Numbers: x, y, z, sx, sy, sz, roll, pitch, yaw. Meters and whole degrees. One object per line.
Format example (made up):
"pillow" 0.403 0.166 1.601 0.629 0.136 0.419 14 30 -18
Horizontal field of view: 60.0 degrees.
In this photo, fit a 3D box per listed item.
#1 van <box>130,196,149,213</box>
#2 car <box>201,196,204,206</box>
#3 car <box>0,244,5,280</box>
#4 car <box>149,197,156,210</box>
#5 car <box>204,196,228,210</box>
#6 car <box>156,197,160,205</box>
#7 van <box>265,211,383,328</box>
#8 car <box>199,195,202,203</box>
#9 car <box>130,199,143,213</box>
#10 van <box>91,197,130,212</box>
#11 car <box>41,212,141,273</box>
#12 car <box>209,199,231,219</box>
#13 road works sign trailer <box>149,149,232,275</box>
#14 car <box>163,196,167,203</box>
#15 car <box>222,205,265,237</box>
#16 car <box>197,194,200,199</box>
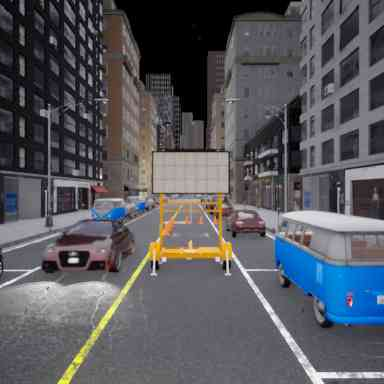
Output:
"van" -5.789 1.341 34.190 1.690 1.788 3.998 0 0 0
"car" 2.698 1.442 45.223 1.967 1.590 4.097 0 0 0
"car" -5.692 1.440 6.684 1.967 1.590 4.097 0 0 0
"car" -5.808 1.567 39.691 1.947 1.339 4.313 0 0 0
"car" 2.736 1.315 34.220 2.192 1.841 5.009 0 0 0
"car" -5.827 1.584 45.193 1.802 1.307 4.206 0 0 0
"van" 2.833 1.341 6.713 1.690 1.788 3.998 0 0 0
"car" 2.659 1.557 56.225 2.008 1.369 4.403 0 0 0
"car" -5.770 1.550 28.688 2.008 1.369 4.403 0 0 0
"van" -5.751 1.340 23.188 1.690 1.788 3.998 0 0 0
"car" -3.036 1.563 10.523 1.994 1.385 4.181 0 0 0
"car" 2.756 1.581 28.718 1.802 1.307 4.206 0 0 0
"road works sign trailer" -0.036 0.464 10.381 2.380 3.560 2.880 0 0 0
"car" -5.866 1.572 56.195 1.947 1.339 4.313 0 0 0
"car" 2.795 1.581 17.716 1.802 1.307 4.206 0 0 0
"car" 2.620 1.577 67.228 1.947 1.339 4.313 0 0 0
